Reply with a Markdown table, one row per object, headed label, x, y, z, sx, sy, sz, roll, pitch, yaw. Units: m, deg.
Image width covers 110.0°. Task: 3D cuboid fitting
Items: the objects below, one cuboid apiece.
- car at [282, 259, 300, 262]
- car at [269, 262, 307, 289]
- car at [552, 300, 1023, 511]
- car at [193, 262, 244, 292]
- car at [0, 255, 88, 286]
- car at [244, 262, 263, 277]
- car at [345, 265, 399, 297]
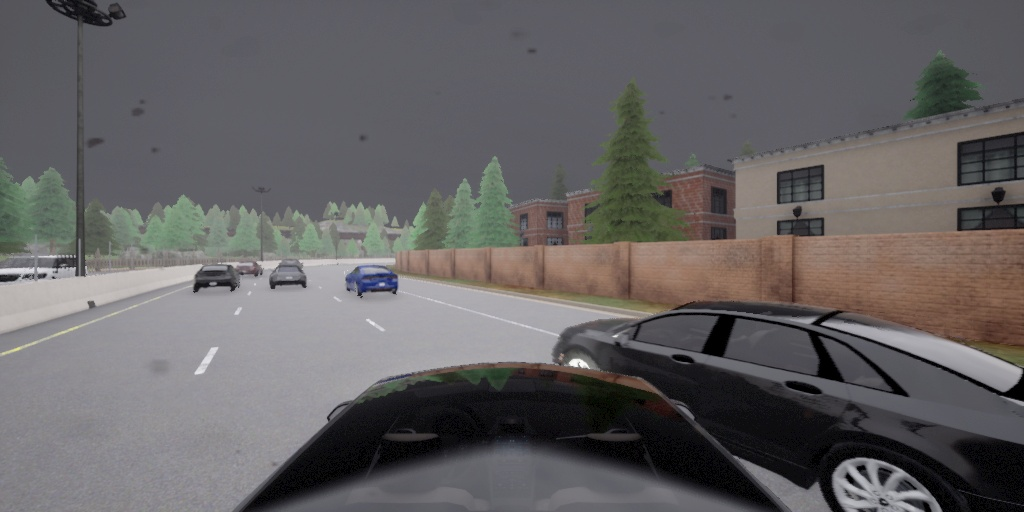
| label | x | y | z | sx | sy | sz | roll | pitch | yaw |
| --- | --- | --- | --- | --- | --- | --- | --- | --- | --- |
| car | -22.536 | 1.086 | 36.637 | 2.097 | 1.767 | 4.553 | 0 | 0 | -28 |
| car | -14.731 | 1.304 | 23.570 | 1.994 | 1.385 | 4.181 | 0 | 0 | -34 |
| car | 2.470 | 1.255 | 4.052 | 1.837 | 1.490 | 4.892 | 0 | 0 | -34 |
| car | -17.450 | 1.245 | 21.335 | 1.837 | 1.490 | 4.892 | 0 | 0 | -34 |
| car | -23.927 | 0.964 | 18.117 | 2.150 | 2.045 | 5.566 | 0 | 0 | -33 |
| car | -25.500 | 1.260 | 34.745 | 1.812 | 1.442 | 4.674 | 0 | 0 | -28 |
| car | -7.548 | 1.219 | 19.087 | 1.882 | 1.535 | 5.008 | 0 | 0 | -34 |
